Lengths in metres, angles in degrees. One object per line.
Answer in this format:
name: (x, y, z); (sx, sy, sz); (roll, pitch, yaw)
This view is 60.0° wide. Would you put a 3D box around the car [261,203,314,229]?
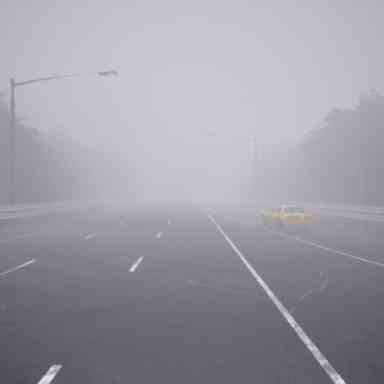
car: (6.117, 1.518, 22.016); (1.801, 1.575, 5.366); (0, 0, -7)
